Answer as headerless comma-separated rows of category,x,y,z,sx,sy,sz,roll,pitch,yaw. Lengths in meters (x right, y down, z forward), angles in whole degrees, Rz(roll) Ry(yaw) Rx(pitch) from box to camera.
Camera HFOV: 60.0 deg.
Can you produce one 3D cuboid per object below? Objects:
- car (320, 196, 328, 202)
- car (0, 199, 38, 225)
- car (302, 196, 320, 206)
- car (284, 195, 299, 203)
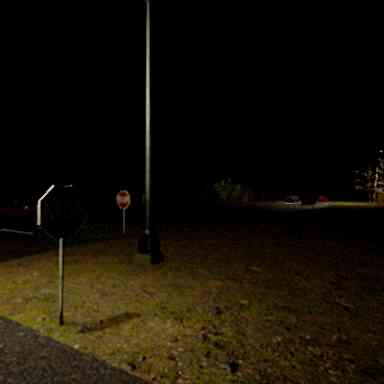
car,30.970,1.652,78.851,1.882,1.535,5.008,0,0,28
car,-12.307,1.289,21.549,2.097,1.767,4.553,0,0,34
car,21.063,1.629,59.613,1.882,1.535,5.008,1,0,29
car,21.632,1.495,72.159,2.097,1.767,4.553,0,0,34
